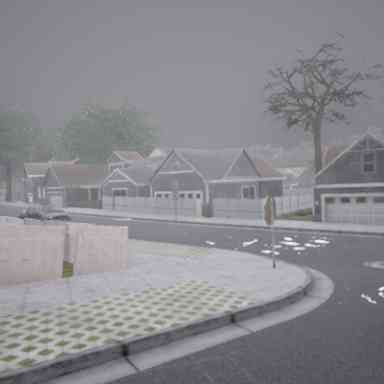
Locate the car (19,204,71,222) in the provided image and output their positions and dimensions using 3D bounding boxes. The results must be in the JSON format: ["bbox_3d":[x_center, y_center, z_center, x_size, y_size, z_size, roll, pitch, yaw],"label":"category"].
[{"bbox_3d":[-11.552,1.699,25.910,5.357,1.411,2.033,0,3,41],"label":"car"}]
